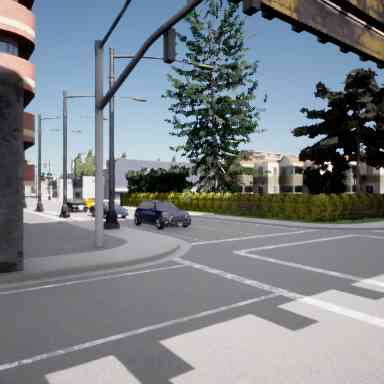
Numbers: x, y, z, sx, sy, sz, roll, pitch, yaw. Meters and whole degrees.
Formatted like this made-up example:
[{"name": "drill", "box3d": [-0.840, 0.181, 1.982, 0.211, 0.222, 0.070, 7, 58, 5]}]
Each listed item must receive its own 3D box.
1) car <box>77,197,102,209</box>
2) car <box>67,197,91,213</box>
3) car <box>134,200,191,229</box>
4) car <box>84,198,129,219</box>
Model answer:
[{"name": "car", "box3d": [-14.087, 1.479, 45.302, 1.882, 1.535, 5.008, 0, 0, -34]}, {"name": "car", "box3d": [-13.320, 1.493, 37.787, 2.128, 1.511, 4.902, 0, 0, -35]}, {"name": "car", "box3d": [-1.990, 1.353, 21.656, 2.097, 1.767, 4.553, 0, 0, -35]}, {"name": "car", "box3d": [-7.463, 1.549, 29.434, 2.033, 1.411, 5.357, 0, 0, -35]}]
